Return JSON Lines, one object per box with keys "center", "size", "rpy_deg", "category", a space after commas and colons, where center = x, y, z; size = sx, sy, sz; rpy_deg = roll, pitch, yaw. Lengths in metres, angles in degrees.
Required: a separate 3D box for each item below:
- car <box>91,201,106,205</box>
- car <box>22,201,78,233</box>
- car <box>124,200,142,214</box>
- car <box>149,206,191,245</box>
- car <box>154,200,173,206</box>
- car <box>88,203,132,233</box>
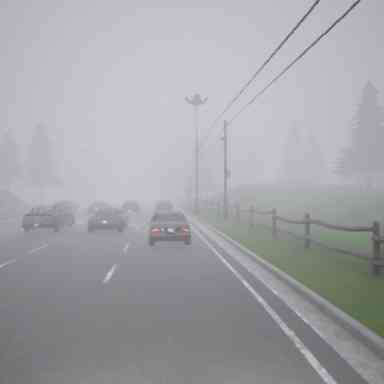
{"center": [-10.123, 1.691, 36.536], "size": [1.994, 1.385, 4.181], "rpy_deg": [0, 0, -6], "category": "car"}
{"center": [-8.532, 1.566, 20.149], "size": [2.128, 1.511, 4.902], "rpy_deg": [0, 0, -5], "category": "car"}
{"center": [-6.591, 1.626, 36.379], "size": [1.837, 1.490, 4.892], "rpy_deg": [0, 0, -6], "category": "car"}
{"center": [-1.093, 1.598, 15.871], "size": [2.033, 1.411, 5.357], "rpy_deg": [0, 0, -5], "category": "car"}
{"center": [-3.108, 1.621, 36.719], "size": [1.837, 1.490, 4.892], "rpy_deg": [0, 0, -6], "category": "car"}
{"center": [-5.043, 1.634, 20.416], "size": [1.994, 1.385, 4.181], "rpy_deg": [0, 0, -5], "category": "car"}
